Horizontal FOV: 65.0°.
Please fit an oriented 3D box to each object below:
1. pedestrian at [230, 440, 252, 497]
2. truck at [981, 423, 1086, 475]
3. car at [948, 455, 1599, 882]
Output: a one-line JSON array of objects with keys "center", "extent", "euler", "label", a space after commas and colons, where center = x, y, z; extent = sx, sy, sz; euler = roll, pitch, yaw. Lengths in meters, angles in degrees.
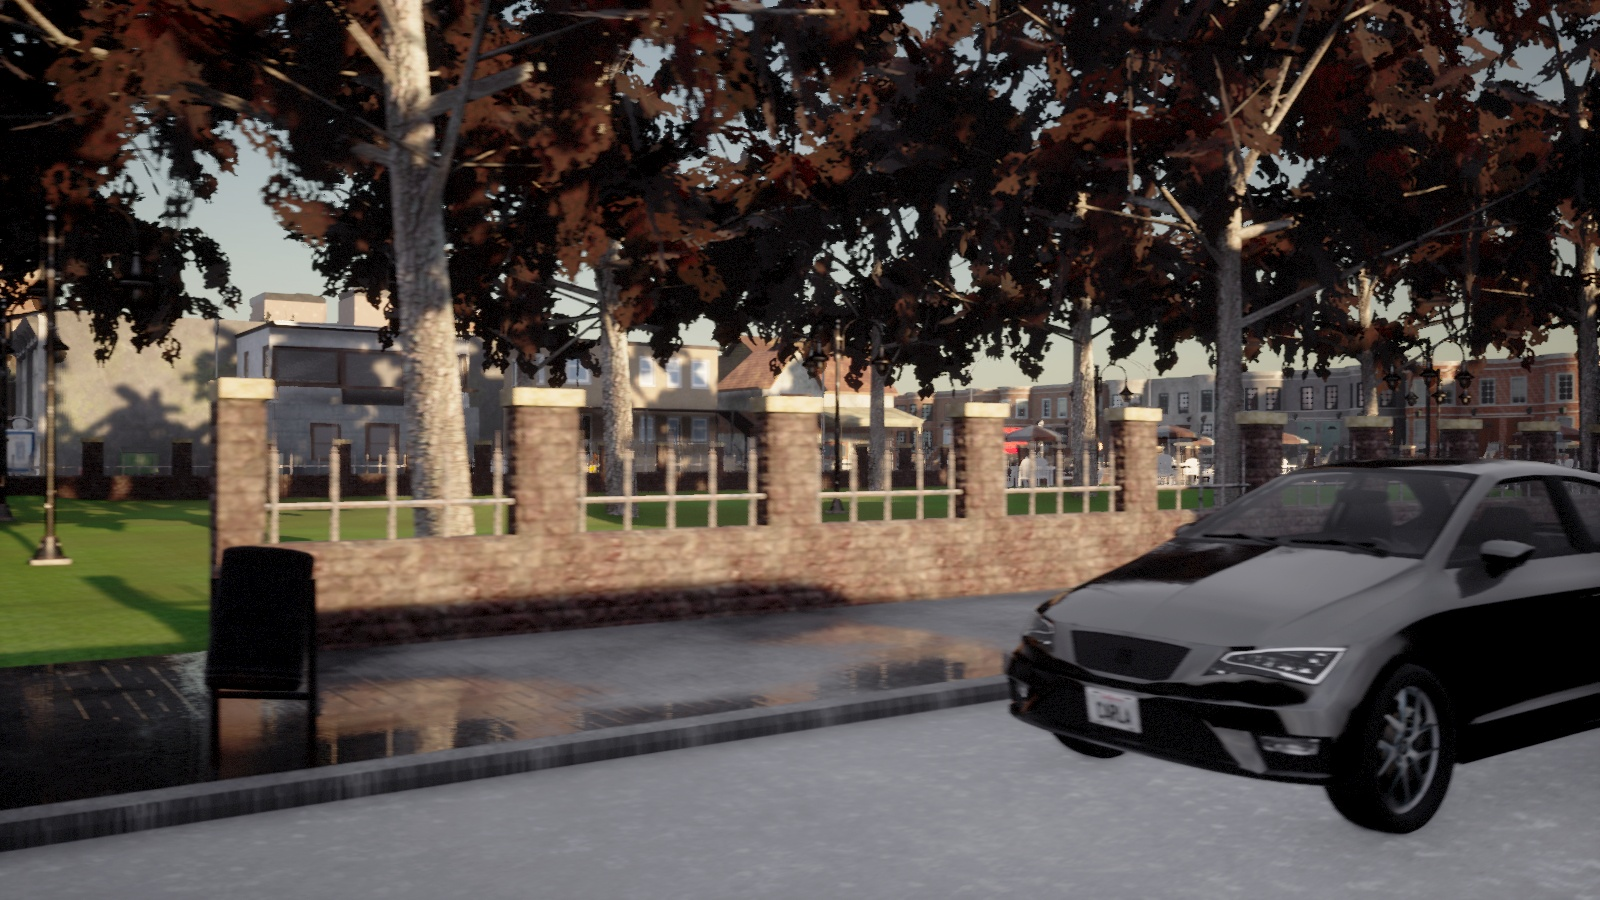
[{"center": [-17.982, 0.592, 40.411], "extent": [0.594, 1.836, 0.345], "euler": [0, 0, -35], "label": "pedestrian"}, {"center": [16.453, -0.054, 89.035], "extent": [2.891, 3.462, 7.936], "euler": [0, 0, -30], "label": "truck"}, {"center": [2.932, 0.768, 6.310], "extent": [4.193, 1.474, 1.816], "euler": [0, 0, -35], "label": "car"}]
